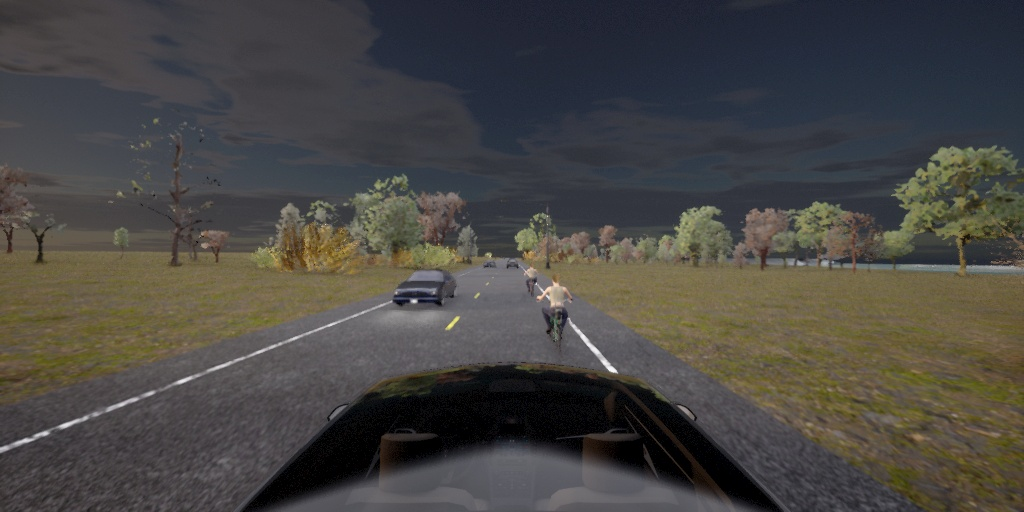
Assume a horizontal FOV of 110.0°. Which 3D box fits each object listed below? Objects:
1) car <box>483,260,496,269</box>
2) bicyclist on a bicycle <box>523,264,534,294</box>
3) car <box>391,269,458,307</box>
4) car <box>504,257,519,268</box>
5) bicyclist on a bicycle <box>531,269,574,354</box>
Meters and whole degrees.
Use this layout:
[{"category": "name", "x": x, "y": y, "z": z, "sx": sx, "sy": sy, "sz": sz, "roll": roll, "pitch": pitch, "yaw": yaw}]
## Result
[{"category": "car", "x": -3.578, "y": 1.290, "z": 57.555, "sx": 1.994, "sy": 1.385, "sz": 4.181, "roll": 0, "pitch": 0, "yaw": 0}, {"category": "bicyclist on a bicycle", "x": 0.977, "y": 1.180, "z": 17.851, "sx": 0.866, "sy": 1.612, "sz": 1.509, "roll": 0, "pitch": 0, "yaw": 0}, {"category": "car", "x": -3.603, "y": 1.292, "z": 15.852, "sx": 2.033, "sy": 1.411, "sz": 5.357, "roll": 0, "pitch": 0, "yaw": 0}, {"category": "car", "x": 0.095, "y": 1.251, "z": 59.764, "sx": 1.812, "sy": 1.442, "sz": 4.674, "roll": 0, "pitch": 0, "yaw": 0}, {"category": "bicyclist on a bicycle", "x": 0.947, "y": 1.184, "z": 7.792, "sx": 0.866, "sy": 1.612, "sz": 1.509, "roll": 0, "pitch": 0, "yaw": 0}]
